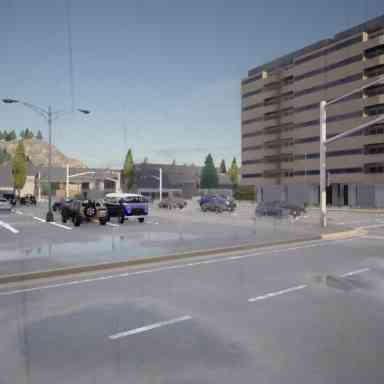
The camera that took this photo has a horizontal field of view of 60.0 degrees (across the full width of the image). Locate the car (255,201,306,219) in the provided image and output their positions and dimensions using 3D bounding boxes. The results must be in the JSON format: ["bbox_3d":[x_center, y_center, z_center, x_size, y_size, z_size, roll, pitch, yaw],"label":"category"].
[{"bbox_3d":[7.700,1.619,30.239,1.994,1.385,4.181,0,0,-35],"label":"car"}]

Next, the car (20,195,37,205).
[{"bbox_3d":[-27.275,1.209,55.347,1.932,1.855,4.605,0,0,-35],"label":"car"}]

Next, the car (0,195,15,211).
[{"bbox_3d":[-21.807,1.451,37.892,1.970,1.475,3.806,0,0,-35],"label":"car"}]

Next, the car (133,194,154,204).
[{"bbox_3d":[-9.298,1.547,66.560,2.128,1.511,4.902,0,0,-35],"label":"car"}]

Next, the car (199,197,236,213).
[{"bbox_3d":[2.832,1.619,37.091,1.994,1.385,4.181,0,0,-35],"label":"car"}]

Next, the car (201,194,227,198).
[{"bbox_3d":[3.201,1.277,42.606,2.150,2.045,5.566,0,0,-35],"label":"car"}]

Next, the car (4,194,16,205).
[{"bbox_3d":[-29.671,1.212,53.722,1.905,1.878,3.866,0,0,-35],"label":"car"}]

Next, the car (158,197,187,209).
[{"bbox_3d":[-2.938,1.619,45.207,1.994,1.385,4.181,0,0,-35],"label":"car"}]

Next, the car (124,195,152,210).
[{"bbox_3d":[-8.710,1.656,53.387,1.895,1.301,4.718,0,0,-35],"label":"car"}]

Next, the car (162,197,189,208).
[{"bbox_3d":[-2.635,1.560,50.838,1.837,1.490,4.892,0,0,-35],"label":"car"}]
